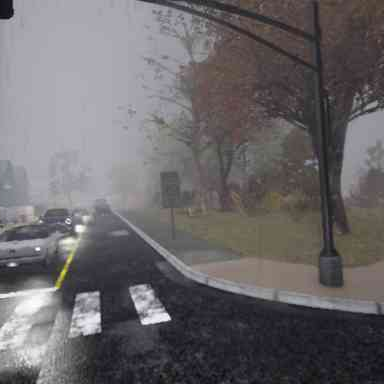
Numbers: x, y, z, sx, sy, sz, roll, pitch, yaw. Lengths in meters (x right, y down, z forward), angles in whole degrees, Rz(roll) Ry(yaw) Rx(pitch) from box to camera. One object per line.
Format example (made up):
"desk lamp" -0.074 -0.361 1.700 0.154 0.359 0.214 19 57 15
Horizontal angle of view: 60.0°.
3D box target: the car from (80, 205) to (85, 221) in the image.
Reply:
"car" -11.484 2.275 31.490 1.895 1.301 4.718 -4 0 -16

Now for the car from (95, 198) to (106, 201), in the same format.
"car" -15.172 2.102 55.243 2.150 2.045 5.566 -4 -1 -16

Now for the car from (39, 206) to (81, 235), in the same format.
"car" -8.772 1.859 21.810 2.097 1.767 4.553 -4 0 -16

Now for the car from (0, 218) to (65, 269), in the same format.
"car" -6.067 1.941 12.262 1.895 1.301 4.718 -4 0 -16

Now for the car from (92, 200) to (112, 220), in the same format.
"car" -9.569 2.033 35.494 2.128 1.511 4.902 -4 0 -16

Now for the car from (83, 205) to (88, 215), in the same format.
"car" -15.636 2.539 46.552 1.895 1.301 4.718 -4 0 -16
